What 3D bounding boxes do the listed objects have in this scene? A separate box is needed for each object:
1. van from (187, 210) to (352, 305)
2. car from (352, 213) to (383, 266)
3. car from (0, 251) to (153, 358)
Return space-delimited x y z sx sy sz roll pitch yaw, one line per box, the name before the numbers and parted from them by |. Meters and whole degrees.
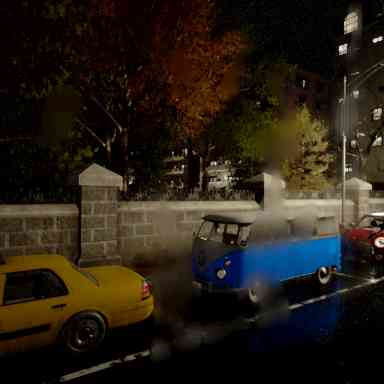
van | 1.806 1.343 7.840 3.998 1.788 1.690 0 1 -36
car | 6.374 1.442 11.103 4.097 1.590 1.967 0 1 -36
car | -2.901 1.525 4.481 4.829 1.417 1.752 0 1 -36
